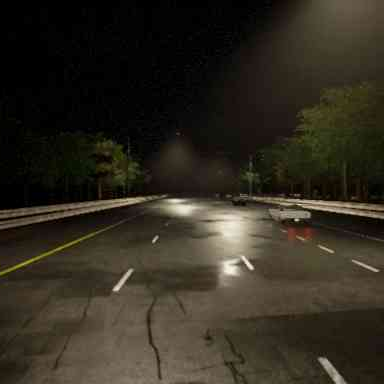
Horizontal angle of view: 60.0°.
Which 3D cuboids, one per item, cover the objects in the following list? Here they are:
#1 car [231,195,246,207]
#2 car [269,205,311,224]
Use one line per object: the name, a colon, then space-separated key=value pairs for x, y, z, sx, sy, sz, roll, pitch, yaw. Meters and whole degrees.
car: x=7.029 y=1.483 z=50.831 sx=2.128 sy=1.511 sz=4.902 roll=0 pitch=0 yaw=0
car: x=7.013 y=1.595 z=24.436 sx=1.895 sy=1.301 sz=4.718 roll=0 pitch=0 yaw=0
